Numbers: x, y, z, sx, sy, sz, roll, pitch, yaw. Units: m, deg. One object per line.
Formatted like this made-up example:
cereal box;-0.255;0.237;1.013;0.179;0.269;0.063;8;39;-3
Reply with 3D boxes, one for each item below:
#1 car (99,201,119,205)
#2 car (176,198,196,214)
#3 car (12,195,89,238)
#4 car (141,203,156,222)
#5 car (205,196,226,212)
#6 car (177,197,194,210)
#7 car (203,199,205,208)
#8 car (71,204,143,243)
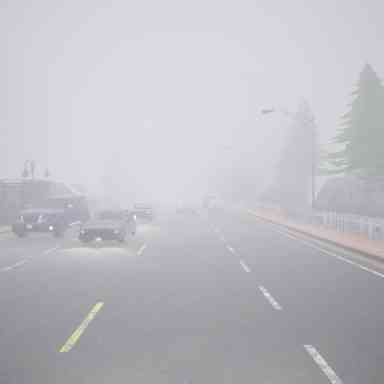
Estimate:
car;-7.627;1.525;30.548;1.812;1.442;4.674;0;0;-1
car;-0.599;1.526;35.514;1.812;1.442;4.674;0;0;-1
car;-7.347;1.218;18.100;2.150;2.045;5.566;0;0;3
car;-3.988;1.601;26.602;1.895;1.301;4.718;0;0;-1
car;2.842;1.526;39.390;1.812;1.442;4.674;0;0;-1
car;-0.833;1.491;44.769;2.128;1.511;4.902;0;0;-1
car;2.639;1.352;48.370;2.097;1.767;4.553;0;0;0
car;-3.877;1.548;16.272;2.033;1.411;5.357;0;0;-1
